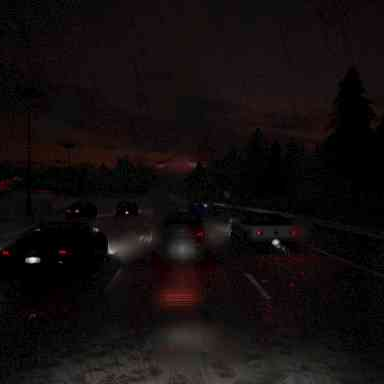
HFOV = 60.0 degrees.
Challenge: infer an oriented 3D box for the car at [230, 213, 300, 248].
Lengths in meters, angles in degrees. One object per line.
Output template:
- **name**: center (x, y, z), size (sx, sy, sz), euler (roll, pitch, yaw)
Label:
- **car**: center (2.941, 1.560, 14.561), size (1.895, 1.301, 4.718), euler (0, 0, -4)

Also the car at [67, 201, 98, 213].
- **car**: center (-8.993, 1.485, 27.468), size (2.033, 1.411, 5.357), euler (0, 0, -8)

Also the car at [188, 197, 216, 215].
- **car**: center (0.895, 1.269, 31.970), size (2.097, 1.767, 4.553), euler (0, 0, -9)

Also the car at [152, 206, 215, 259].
- **car**: center (-0.440, 1.473, 12.498), size (1.837, 1.490, 4.892), euler (0, 0, -4)

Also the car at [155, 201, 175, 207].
- **car**: center (-2.500, 1.523, 31.204), size (1.895, 1.301, 4.718), euler (0, 0, -9)

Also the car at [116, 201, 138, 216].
- **car**: center (-6.107, 1.525, 31.642), size (1.895, 1.301, 4.718), euler (0, 0, -9)

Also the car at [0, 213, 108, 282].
- **car**: center (-3.780, 1.542, 9.700), size (1.994, 1.385, 4.181), euler (0, 0, -3)
